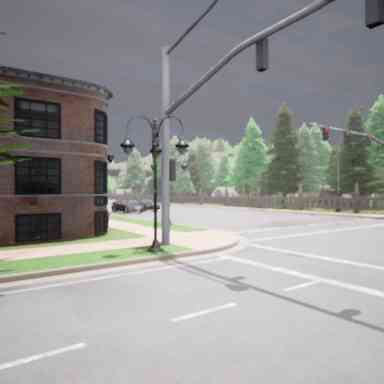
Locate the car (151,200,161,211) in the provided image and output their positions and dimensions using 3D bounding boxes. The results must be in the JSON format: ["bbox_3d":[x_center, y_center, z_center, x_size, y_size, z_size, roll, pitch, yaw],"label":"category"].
[{"bbox_3d":[-5.594,1.477,38.629,2.033,1.411,5.357,0,0,-35],"label":"car"}]

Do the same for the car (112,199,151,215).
[{"bbox_3d":[-6.527,1.435,33.831,2.128,1.511,4.902,0,0,-35],"label":"car"}]
